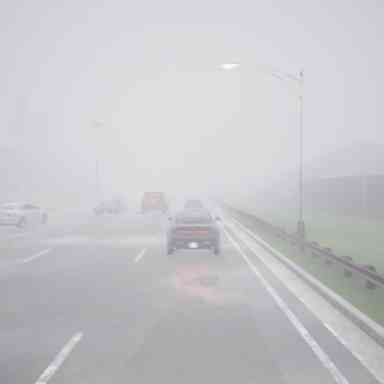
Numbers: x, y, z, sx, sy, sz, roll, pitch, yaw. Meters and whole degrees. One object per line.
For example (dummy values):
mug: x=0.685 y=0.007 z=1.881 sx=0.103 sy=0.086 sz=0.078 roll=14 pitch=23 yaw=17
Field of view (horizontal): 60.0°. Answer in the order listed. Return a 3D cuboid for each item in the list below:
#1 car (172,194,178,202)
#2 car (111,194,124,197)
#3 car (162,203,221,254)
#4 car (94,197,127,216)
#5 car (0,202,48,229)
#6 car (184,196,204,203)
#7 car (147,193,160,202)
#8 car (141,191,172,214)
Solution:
car: x=-3.397 y=1.064 z=57.019 sx=1.994 sy=1.385 sz=4.181 roll=0 pitch=0 yaw=0
car: x=-10.342 y=1.084 z=46.698 sx=2.128 sy=1.511 sz=4.902 roll=0 pitch=1 yaw=0
car: x=0.065 y=1.393 z=12.940 sx=1.837 sy=1.490 sz=4.892 roll=0 pitch=1 yaw=0
car: x=-6.867 y=1.350 z=28.691 sx=1.895 sy=1.301 sz=4.718 roll=0 pitch=0 yaw=0
car: x=-10.387 y=1.351 z=19.984 sx=1.812 sy=1.442 sz=4.674 roll=0 pitch=1 yaw=0
car: x=0.172 y=1.192 z=34.270 sx=2.128 sy=1.511 sz=4.902 roll=0 pitch=1 yaw=0
car: x=-6.912 y=0.951 z=60.238 sx=1.882 sy=1.535 sz=5.008 roll=0 pitch=0 yaw=0
car: x=-3.358 y=0.948 z=31.135 sx=2.150 sy=2.045 sz=5.566 roll=0 pitch=0 yaw=0
